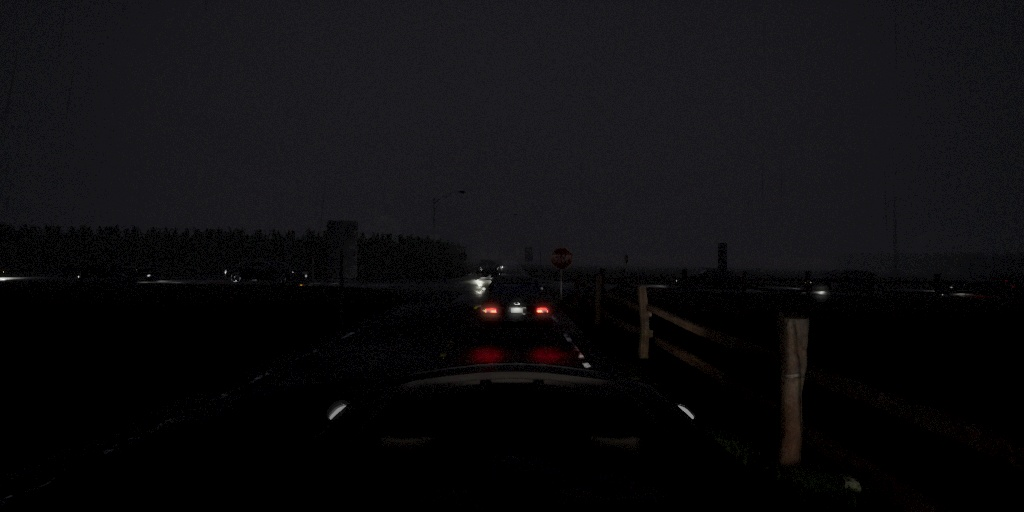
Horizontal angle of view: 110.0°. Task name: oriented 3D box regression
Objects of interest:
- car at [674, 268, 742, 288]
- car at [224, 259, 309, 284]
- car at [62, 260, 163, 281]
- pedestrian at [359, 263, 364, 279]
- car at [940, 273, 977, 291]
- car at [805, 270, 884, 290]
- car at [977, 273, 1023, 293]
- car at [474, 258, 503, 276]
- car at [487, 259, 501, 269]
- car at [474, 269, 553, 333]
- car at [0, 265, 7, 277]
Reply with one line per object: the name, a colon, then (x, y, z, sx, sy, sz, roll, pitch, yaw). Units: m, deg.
car: (14.378, 1.576, 26.261, 4.674, 1.442, 1.812, 1, -1, 0)
car: (-15.702, 0.978, 23.125, 4.902, 1.511, 2.128, 1, -1, 1)
car: (-25.611, 0.912, 23.113, 4.718, 1.301, 1.895, 1, -1, 0)
pedestrian: (-12.229, 1.171, 29.155, 0.375, 1.300, 0.375, 0, -2, 0)
car: (34.956, 1.967, 26.360, 5.357, 1.411, 2.033, 1, -1, 0)
car: (24.323, 1.734, 26.314, 4.892, 1.490, 1.837, 1, -1, 0)
car: (34.339, 1.874, 23.419, 4.902, 1.511, 2.128, 1, -1, 0)
car: (-2.250, 1.106, 32.389, 2.097, 1.767, 4.553, 0, 0, -10)
car: (-2.924, 1.307, 59.396, 2.033, 1.411, 5.357, 0, 0, 0)
car: (0.045, 1.299, 10.762, 2.033, 1.411, 5.357, 0, 0, -1)
car: (-35.632, 0.699, 23.070, 4.181, 1.385, 1.994, 1, -1, 0)
